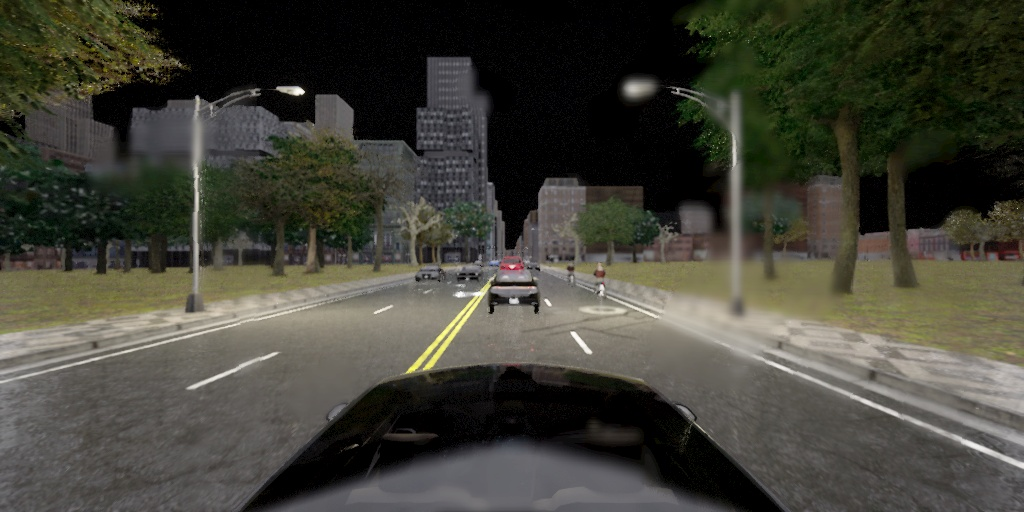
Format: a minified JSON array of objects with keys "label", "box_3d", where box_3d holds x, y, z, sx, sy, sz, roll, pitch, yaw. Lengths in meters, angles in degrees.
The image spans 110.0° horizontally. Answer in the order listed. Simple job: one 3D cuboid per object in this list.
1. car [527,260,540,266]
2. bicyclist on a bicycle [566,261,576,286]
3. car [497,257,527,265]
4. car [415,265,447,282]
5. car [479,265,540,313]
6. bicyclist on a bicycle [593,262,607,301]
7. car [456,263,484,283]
[{"label":"car","box_3d":[3.196,1.598,54.852,1.895,1.301,4.718,0,0,0]},{"label":"bicyclist on a bicycle","box_3d":[4.076,1.216,25.038,0.659,1.776,1.843,0,0,0]},{"label":"car","box_3d":[0.006,1.110,33.565,2.150,2.045,5.566,0,0,0]},{"label":"car","box_3d":[-6.678,1.437,29.928,1.994,1.385,4.181,0,0,0]},{"label":"car","box_3d":[0.065,1.289,14.277,2.128,1.511,4.902,0,0,0]},{"label":"bicyclist on a bicycle","box_3d":[4.100,1.179,16.979,0.659,1.776,1.843,0,0,0]},{"label":"car","box_3d":[-3.429,1.472,29.688,1.895,1.301,4.718,0,0,0]}]
